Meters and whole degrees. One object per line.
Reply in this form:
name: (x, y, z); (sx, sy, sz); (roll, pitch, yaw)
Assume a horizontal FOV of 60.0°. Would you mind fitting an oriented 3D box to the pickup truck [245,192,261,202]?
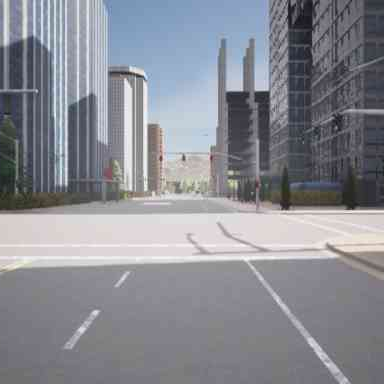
pickup truck: (13.121, 1.026, 69.674); (2.390, 2.098, 6.274); (0, 0, 31)
